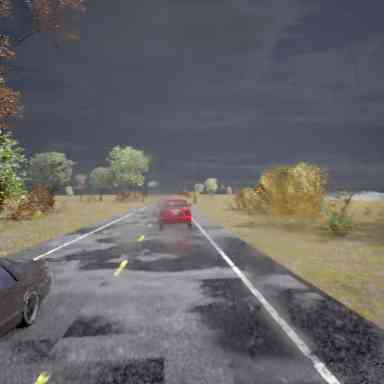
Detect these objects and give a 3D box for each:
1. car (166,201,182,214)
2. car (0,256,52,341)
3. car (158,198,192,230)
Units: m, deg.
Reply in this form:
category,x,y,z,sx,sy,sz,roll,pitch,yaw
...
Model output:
category,x,y,z,sx,sy,sz,roll,pitch,yaw
car,-2.274,1.907,41.386,1.812,1.442,4.674,-1,0,-3
car,-3.650,1.681,4.500,2.033,1.411,5.357,-1,0,-3
car,-1.195,1.440,23.315,2.150,2.045,5.566,-1,0,-3
